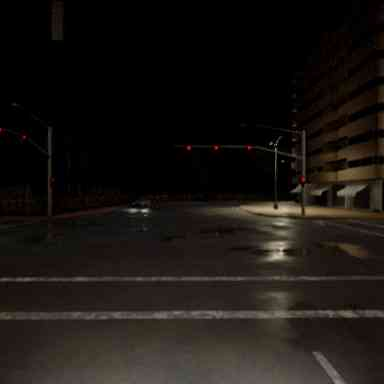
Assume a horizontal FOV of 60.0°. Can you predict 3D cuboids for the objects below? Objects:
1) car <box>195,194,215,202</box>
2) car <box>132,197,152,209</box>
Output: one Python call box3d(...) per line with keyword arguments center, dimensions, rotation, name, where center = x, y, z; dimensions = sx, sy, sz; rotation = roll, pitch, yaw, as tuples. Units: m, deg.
box3d(center=(2.730, 1.116, 68.262), dimensions=(2.097, 1.767, 4.553), rotation=(0, 0, 42), name="car")
box3d(center=(-6.668, 1.459, 44.593), dimensions=(1.812, 1.442, 4.674), rotation=(0, 0, 5), name="car")
